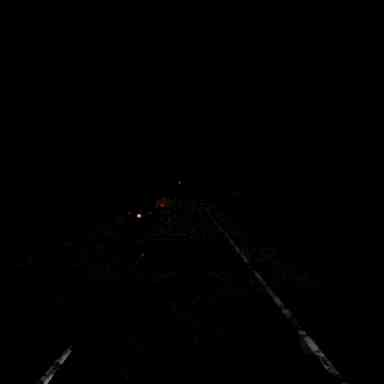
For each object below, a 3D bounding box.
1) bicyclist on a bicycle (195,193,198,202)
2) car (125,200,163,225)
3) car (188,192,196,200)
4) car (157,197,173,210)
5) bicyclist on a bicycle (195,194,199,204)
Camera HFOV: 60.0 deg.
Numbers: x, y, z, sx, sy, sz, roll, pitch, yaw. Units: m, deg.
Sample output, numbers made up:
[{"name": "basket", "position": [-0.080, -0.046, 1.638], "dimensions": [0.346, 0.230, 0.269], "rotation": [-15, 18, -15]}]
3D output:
[{"name": "bicyclist on a bicycle", "position": [0.987, 1.195, 68.542], "dimensions": [0.659, 1.776, 1.843], "rotation": [0, 0, 0]}, {"name": "car", "position": [-3.389, 1.503, 23.310], "dimensions": [1.994, 1.385, 4.181], "rotation": [0, 0, 0]}, {"name": "car", "position": [0.030, 1.328, 83.278], "dimensions": [1.994, 1.385, 4.181], "rotation": [0, 0, 0]}, {"name": "car", "position": [-3.387, 1.372, 40.731], "dimensions": [1.882, 1.535, 5.008], "rotation": [0, 0, 0]}, {"name": "bicyclist on a bicycle", "position": [0.982, 1.282, 60.022], "dimensions": [0.866, 1.612, 1.509], "rotation": [0, 0, 0]}]
